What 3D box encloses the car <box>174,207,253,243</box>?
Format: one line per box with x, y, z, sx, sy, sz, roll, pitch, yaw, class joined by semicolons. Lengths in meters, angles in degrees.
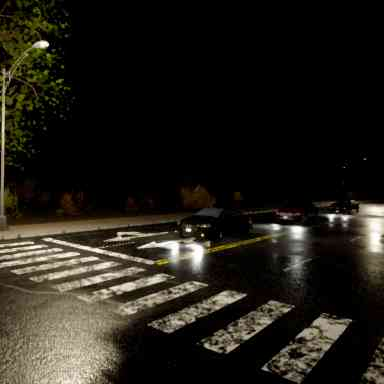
1.104;1.404;15.358;1.994;1.385;4.181;2;1;39;car

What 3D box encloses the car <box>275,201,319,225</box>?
7.487;1.377;23.331;1.812;1.442;4.674;2;1;38;car

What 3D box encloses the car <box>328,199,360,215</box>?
15.093;1.412;32.823;2.033;1.411;5.357;2;1;39;car
